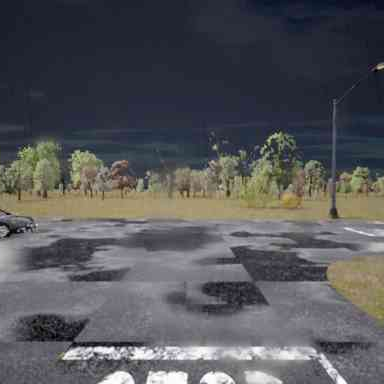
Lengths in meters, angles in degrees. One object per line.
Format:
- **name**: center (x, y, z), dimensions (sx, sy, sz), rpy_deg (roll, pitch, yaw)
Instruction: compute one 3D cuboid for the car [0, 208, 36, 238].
- **car**: center (-10.446, 1.451, 16.702), dimensions (4.892, 1.490, 1.837), rpy_deg (1, 1, 0)
